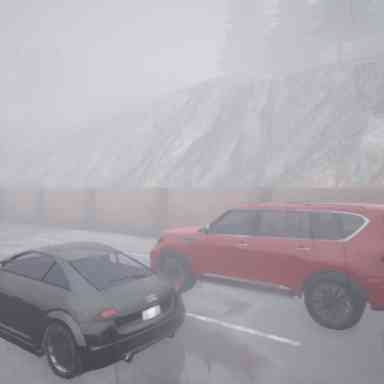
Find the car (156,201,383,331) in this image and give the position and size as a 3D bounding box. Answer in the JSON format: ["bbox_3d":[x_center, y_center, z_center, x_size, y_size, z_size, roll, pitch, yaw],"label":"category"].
[{"bbox_3d":[1.639,1.209,7.119,5.566,2.045,2.150,0,0,36],"label":"car"}]

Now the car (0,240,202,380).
[{"bbox_3d":[-2.163,1.540,5.531,4.181,1.385,1.994,0,0,36],"label":"car"}]
